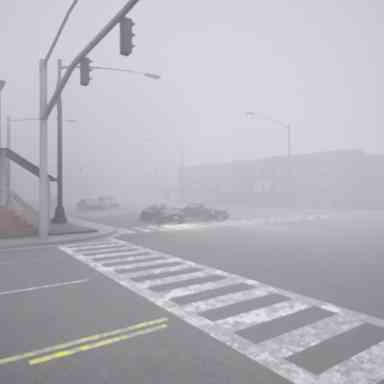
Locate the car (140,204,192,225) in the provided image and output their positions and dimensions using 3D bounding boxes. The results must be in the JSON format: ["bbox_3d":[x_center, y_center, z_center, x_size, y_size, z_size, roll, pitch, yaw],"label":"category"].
[{"bbox_3d":[-2.172,1.549,24.056,1.994,1.385,4.181,0,0,-33],"label":"car"}]

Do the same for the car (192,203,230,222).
[{"bbox_3d":[0.812,1.583,26.314,1.895,1.301,4.718,0,0,-37],"label":"car"}]

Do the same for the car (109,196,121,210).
[{"bbox_3d":[-10.817,1.333,42.493,2.097,1.767,4.553,0,0,-35],"label":"car"}]

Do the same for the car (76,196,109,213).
[{"bbox_3d":[-11.515,1.463,37.440,1.882,1.535,5.008,0,0,-35],"label":"car"}]

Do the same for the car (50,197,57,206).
[{"bbox_3d":[-21.824,1.546,52.021,1.837,1.490,4.892,0,0,-36],"label":"car"}]
